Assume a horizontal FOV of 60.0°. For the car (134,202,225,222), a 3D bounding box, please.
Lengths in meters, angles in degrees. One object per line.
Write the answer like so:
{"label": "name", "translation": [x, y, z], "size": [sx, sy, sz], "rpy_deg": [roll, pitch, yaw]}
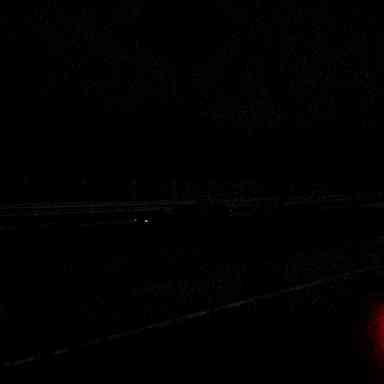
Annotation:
{"label": "car", "translation": [-0.869, 1.507, 20.493], "size": [5.357, 1.411, 2.033], "rpy_deg": [0, 0, -35]}

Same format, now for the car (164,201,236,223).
{"label": "car", "translation": [0.699, 1.474, 25.845], "size": [5.357, 1.411, 2.033], "rpy_deg": [-1, 0, -35]}

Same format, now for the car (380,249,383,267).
{"label": "car", "translation": [6.963, 1.569, 8.639], "size": [4.718, 1.301, 1.895], "rpy_deg": [0, 0, -35]}

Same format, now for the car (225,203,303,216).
{"label": "car", "translation": [4.716, 1.421, 20.105], "size": [4.902, 1.511, 2.128], "rpy_deg": [-1, 0, -35]}
